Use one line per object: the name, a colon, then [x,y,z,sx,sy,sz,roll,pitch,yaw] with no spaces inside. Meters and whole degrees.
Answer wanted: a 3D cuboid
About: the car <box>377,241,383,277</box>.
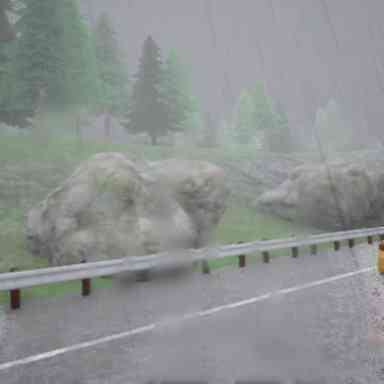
car: [6.724,1.478,8.542,5.008,1.535,1.882,0,0,-35]
